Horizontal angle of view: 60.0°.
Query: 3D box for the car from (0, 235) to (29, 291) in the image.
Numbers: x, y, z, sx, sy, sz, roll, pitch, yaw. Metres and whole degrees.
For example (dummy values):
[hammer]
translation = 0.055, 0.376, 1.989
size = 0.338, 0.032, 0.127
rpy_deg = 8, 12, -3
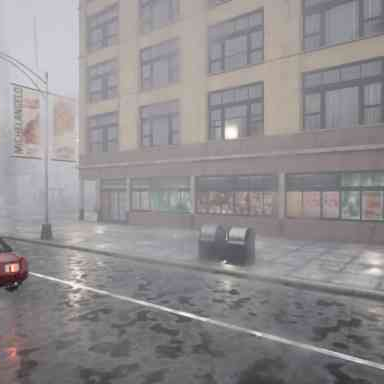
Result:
[car]
translation = -5.642, 1.601, 8.113
size = 1.895, 1.301, 4.718
rpy_deg = 0, 0, -42
